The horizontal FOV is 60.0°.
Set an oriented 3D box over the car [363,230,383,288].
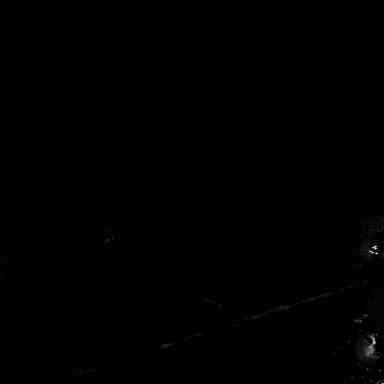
[{"bbox_3d":[6.349,1.161,7.900,5.566,2.045,2.150,0,0,-35],"label":"car"}]
